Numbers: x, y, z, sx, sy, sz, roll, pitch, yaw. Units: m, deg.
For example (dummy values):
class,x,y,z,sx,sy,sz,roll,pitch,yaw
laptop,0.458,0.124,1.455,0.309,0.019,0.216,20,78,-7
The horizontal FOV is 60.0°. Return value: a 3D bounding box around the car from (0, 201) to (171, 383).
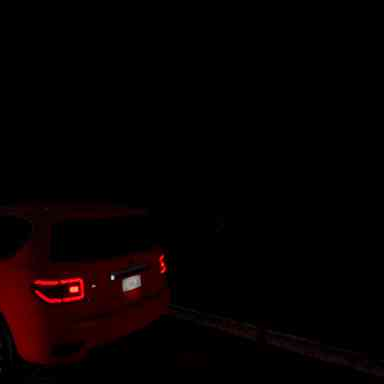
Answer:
class,x,y,z,sx,sy,sz,roll,pitch,yaw
car,-2.921,1.169,5.464,5.566,2.045,2.150,0,0,35
